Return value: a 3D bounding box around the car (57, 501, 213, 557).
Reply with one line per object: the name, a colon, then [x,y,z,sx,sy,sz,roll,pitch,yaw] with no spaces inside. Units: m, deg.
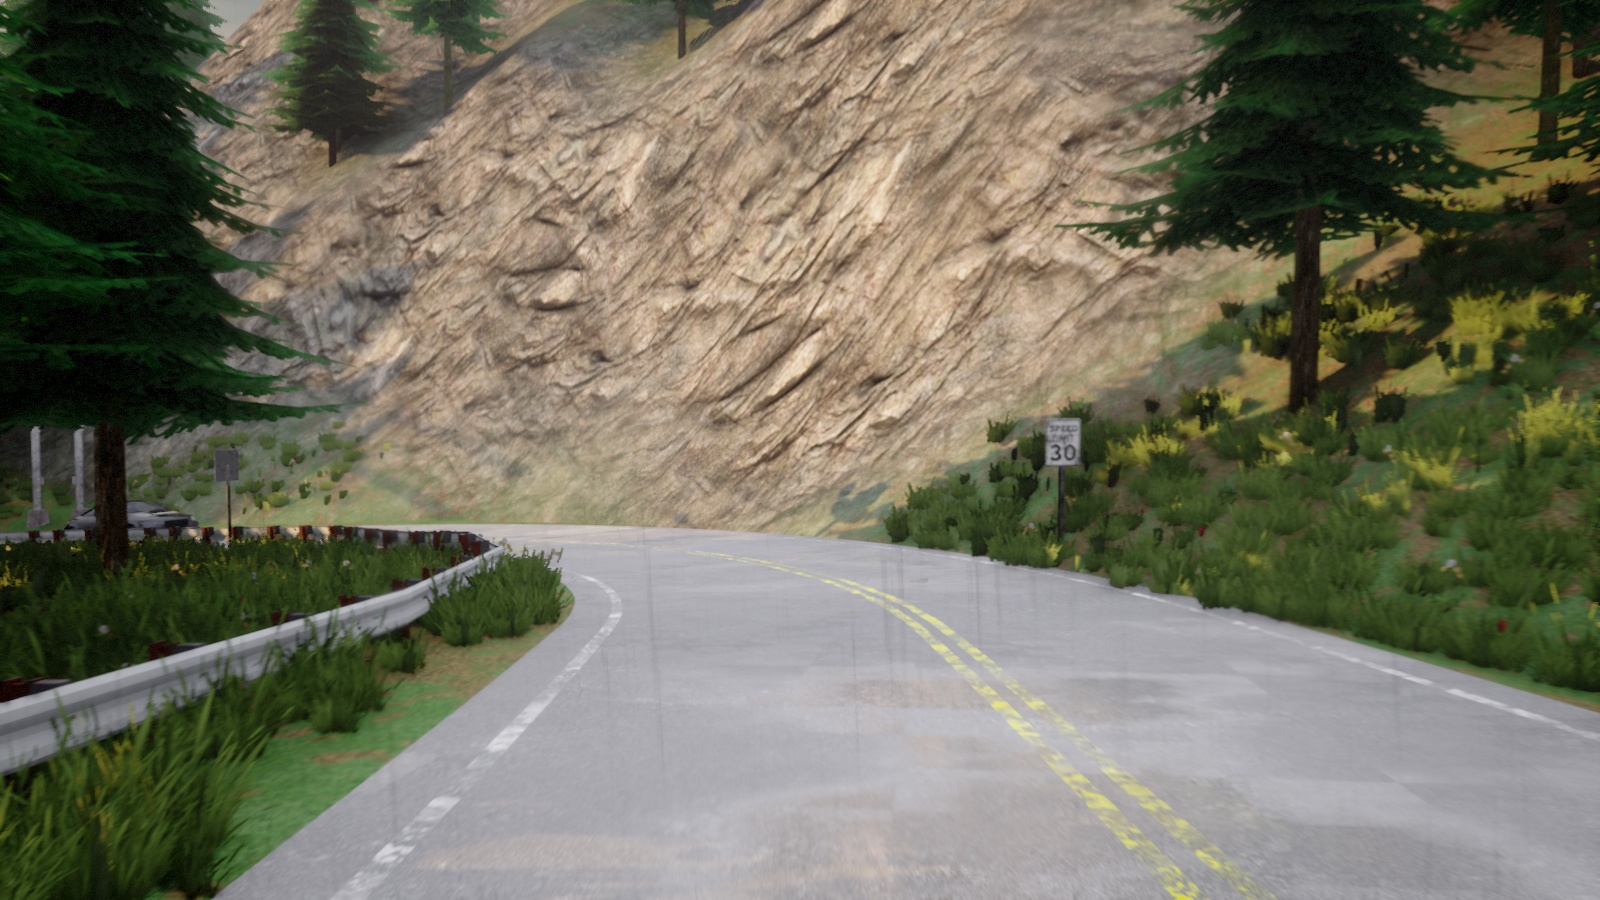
car: [-20.070,2.389,37.892,4.181,1.385,1.994,-4,1,26]
